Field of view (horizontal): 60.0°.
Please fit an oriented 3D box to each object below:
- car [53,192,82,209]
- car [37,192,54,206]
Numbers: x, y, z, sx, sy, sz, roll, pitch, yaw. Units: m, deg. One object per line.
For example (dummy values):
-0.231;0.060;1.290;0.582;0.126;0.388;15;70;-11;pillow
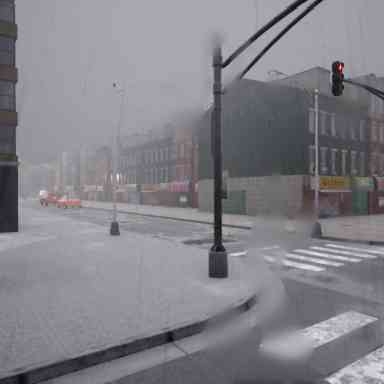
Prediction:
-15.891;1.206;42.983;2.097;1.767;4.553;0;0;-36;car
-21.631;1.045;50.922;2.150;2.045;5.566;0;0;-36;car
